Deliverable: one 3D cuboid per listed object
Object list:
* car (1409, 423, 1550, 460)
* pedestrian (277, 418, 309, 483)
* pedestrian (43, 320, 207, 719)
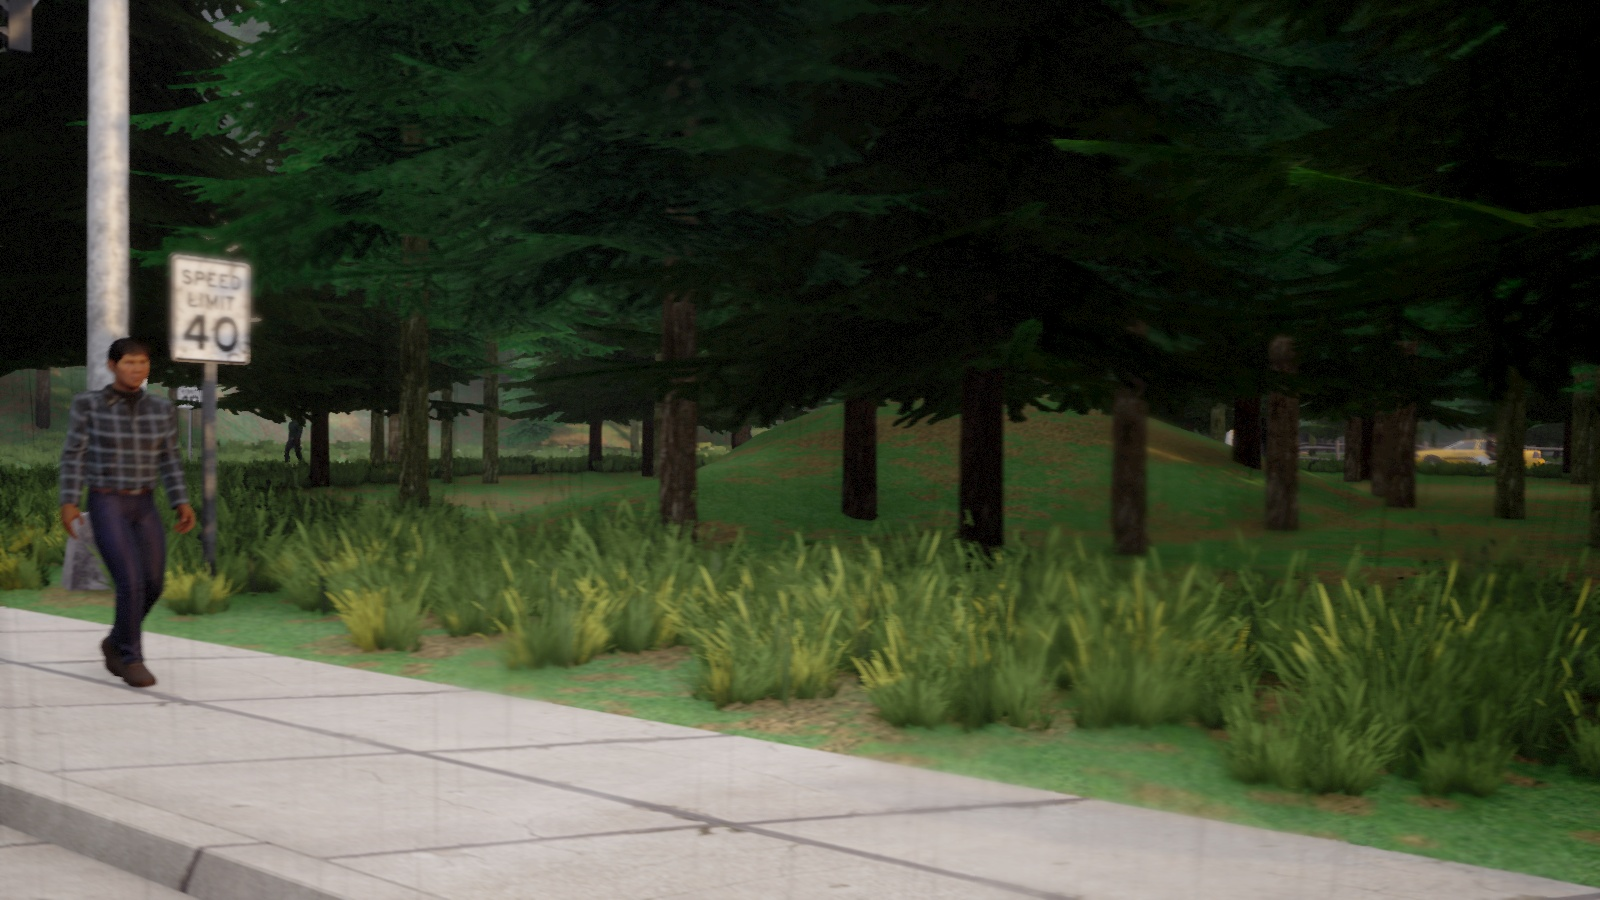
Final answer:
[{"bbox_3d":[30.246,-0.366,55.990,5.366,1.575,1.801,0,1,34],"label":"car"},{"bbox_3d":[-15.285,0.015,37.887,0.423,1.949,0.788,0,1,25],"label":"pedestrian"},{"bbox_3d":[-3.512,0.336,6.528,0.788,1.949,0.423,0,1,36],"label":"pedestrian"}]
